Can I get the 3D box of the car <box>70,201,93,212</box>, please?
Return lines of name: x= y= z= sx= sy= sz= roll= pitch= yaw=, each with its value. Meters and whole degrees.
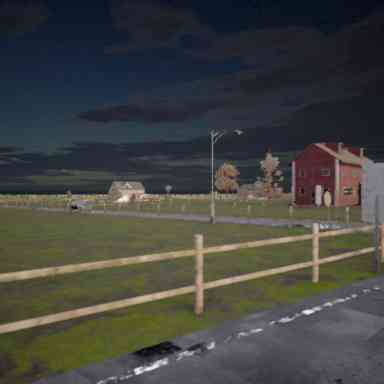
car: x=-17.245 y=2.143 z=51.978 sx=2.097 sy=1.767 sz=4.553 roll=0 pitch=-1 yaw=-43
